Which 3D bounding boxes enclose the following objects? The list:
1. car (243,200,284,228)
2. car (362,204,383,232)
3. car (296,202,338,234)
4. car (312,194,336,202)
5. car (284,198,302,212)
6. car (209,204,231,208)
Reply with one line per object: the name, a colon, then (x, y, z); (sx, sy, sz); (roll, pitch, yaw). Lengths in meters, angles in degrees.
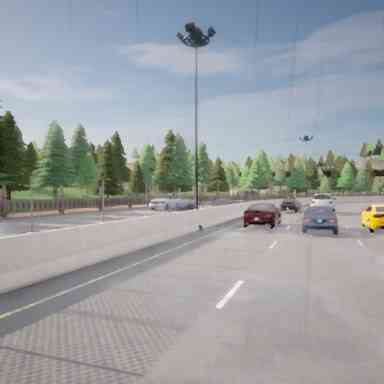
car: (4.734, 1.472, 22.085); (1.882, 1.535, 5.008); (0, 0, 21)
car: (11.300, 1.471, 19.650); (1.882, 1.535, 5.008); (0, 0, 21)
car: (7.424, 1.541, 19.320); (2.033, 1.411, 5.357); (0, 0, 21)
car: (14.140, 1.210, 35.647); (2.150, 2.045, 5.566); (0, 0, 25)
car: (11.214, 1.495, 37.614); (1.837, 1.490, 4.892); (0, 0, 25)
car: (3.494, 1.498, 38.071); (1.837, 1.490, 4.892); (0, 0, 24)
